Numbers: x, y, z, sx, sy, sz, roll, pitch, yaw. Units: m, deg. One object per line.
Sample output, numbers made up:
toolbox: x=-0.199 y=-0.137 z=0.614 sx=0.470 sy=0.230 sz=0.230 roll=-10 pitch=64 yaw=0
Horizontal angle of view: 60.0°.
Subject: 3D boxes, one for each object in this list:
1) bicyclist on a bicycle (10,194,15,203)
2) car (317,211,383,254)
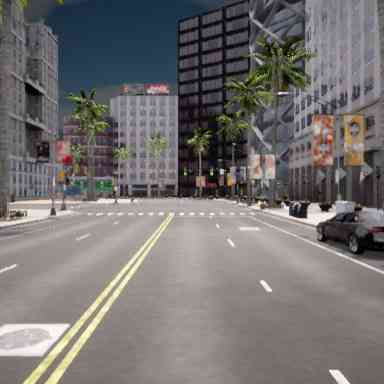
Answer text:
bicyclist on a bicycle: x=-32.990 y=1.274 z=61.177 sx=0.582 sy=1.620 sz=1.656 roll=0 pitch=0 yaw=0
car: x=6.645 y=1.479 z=13.194 sx=2.161 sy=1.482 sz=4.786 roll=0 pitch=0 yaw=-1
